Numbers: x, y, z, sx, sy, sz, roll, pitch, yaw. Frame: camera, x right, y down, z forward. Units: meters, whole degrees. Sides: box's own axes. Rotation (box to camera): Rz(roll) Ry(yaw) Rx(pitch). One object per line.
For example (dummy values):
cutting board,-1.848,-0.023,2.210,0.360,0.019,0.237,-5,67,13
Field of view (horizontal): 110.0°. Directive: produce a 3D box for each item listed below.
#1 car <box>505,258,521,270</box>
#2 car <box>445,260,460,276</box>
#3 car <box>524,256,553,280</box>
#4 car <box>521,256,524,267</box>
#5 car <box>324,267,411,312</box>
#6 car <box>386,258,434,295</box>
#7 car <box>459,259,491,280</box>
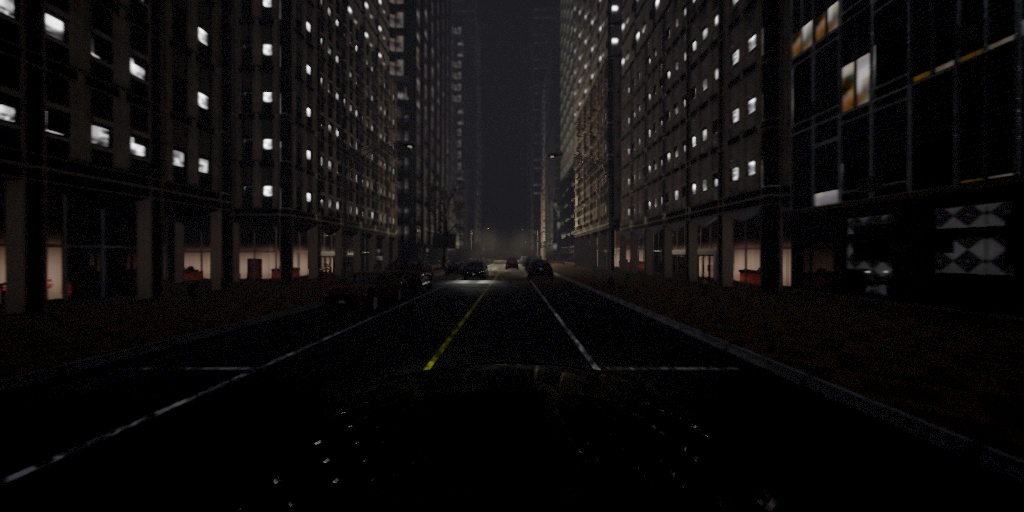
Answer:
car,0.015,1.299,51.700,1.895,1.301,4.718,0,0,0
car,-5.687,1.159,37.016,1.967,1.591,4.097,0,0,0
car,2.390,1.080,31.514,2.097,1.767,4.553,0,0,0
car,2.695,1.017,48.409,2.192,1.841,5.009,0,0,0
car,-5.690,1.289,14.221,1.888,1.381,4.507,0,0,0
car,-5.690,1.054,19.921,2.192,1.841,5.009,0,0,0
car,-3.092,1.233,31.187,1.837,1.490,4.892,0,0,0
